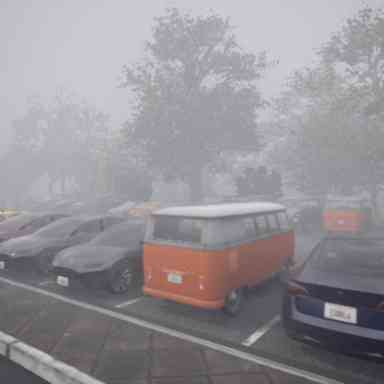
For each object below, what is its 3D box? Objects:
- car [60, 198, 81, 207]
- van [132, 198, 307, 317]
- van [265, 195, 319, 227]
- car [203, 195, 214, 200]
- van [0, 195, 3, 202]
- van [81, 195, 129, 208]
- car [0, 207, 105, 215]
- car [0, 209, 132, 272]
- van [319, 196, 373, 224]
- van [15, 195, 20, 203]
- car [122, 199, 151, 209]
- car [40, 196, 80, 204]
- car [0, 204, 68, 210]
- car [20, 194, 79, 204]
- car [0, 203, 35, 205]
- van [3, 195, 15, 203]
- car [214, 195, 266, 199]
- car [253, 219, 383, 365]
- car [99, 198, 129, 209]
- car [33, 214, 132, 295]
[{"bbox_3d":[-9.428,1.536,31.030,2.002,1.452,4.674,0,0,36],"label":"car"},{"bbox_3d":[0.953,1.257,7.618,1.878,1.987,4.442,0,0,36],"label":"van"},{"bbox_3d":[6.255,1.256,19.626,1.878,1.987,4.442,0,0,36],"label":"van"},{"bbox_3d":[1.807,1.234,22.929,2.435,2.045,5.566,0,0,36],"label":"car"},{"bbox_3d":[-20.854,1.281,39.094,1.878,1.987,4.442,-1,0,36],"label":"van"},{"bbox_3d":[-7.212,1.268,29.584,1.878,1.987,4.442,0,0,36],"label":"van"},{"bbox_3d":[-5.897,1.519,12.358,2.163,1.488,4.792,0,0,36],"label":"car"},{"bbox_3d":[-3.642,1.517,10.738,2.163,1.488,4.792,0,0,36],"label":"car"},{"bbox_3d":[8.641,1.254,18.200,1.878,1.987,4.442,0,0,36],"label":"van"},{"bbox_3d":[-16.212,1.277,36.047,1.878,1.987,4.442,0,0,36],"label":"van"},{"bbox_3d":[-2.681,1.490,26.180,2.097,1.535,5.008,0,0,36],"label":"car"},{"bbox_3d":[-11.681,1.498,32.643,2.097,1.535,5.008,0,0,36],"label":"car"},{"bbox_3d":[-8.243,1.489,13.850,1.946,1.575,5.366,0,0,36],"label":"car"},{"bbox_3d":[-14.046,1.249,34.313,2.435,2.045,5.566,0,0,36],"label":"car"},{"bbox_3d":[-10.386,1.495,15.625,2.231,1.521,4.892,0,0,36],"label":"car"},{"bbox_3d":[-18.361,1.279,37.590,1.878,1.987,4.442,0,0,36],"label":"van"},{"bbox_3d":[4.057,1.232,21.314,2.435,2.045,5.566,0,0,36],"label":"car"},{"bbox_3d":[3.158,1.511,5.928,2.163,1.488,4.792,0,0,36],"label":"car"},{"bbox_3d":[-5.027,1.532,27.875,2.002,1.452,4.674,0,0,36],"label":"car"},{"bbox_3d":[-1.387,1.515,9.119,2.163,1.488,4.792,0,0,36],"label":"car"}]
